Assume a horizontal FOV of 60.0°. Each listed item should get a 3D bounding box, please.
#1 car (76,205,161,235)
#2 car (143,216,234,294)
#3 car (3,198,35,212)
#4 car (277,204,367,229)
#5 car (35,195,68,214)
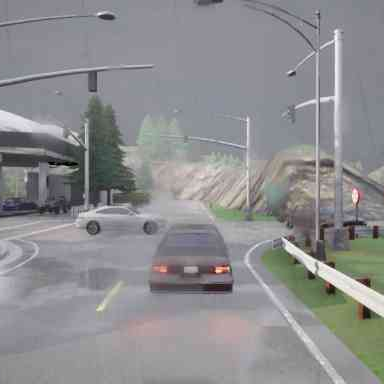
[{"bbox_3d":[-3.644,1.415,17.416,4.674,1.442,1.812,0,0,-1],"label":"car"},{"bbox_3d":[0.033,1.547,8.932,2.033,1.411,5.357,0,0,1],"label":"car"},{"bbox_3d":[-20.310,1.480,39.515,2.242,1.667,4.611,0,0,-1],"label":"car"},{"bbox_3d":[6.623,1.358,17.627,2.033,1.411,5.357,0,0,-17],"label":"car"},{"bbox_3d":[-14.595,1.313,35.248,1.905,1.878,3.866,0,0,-1],"label":"car"}]
